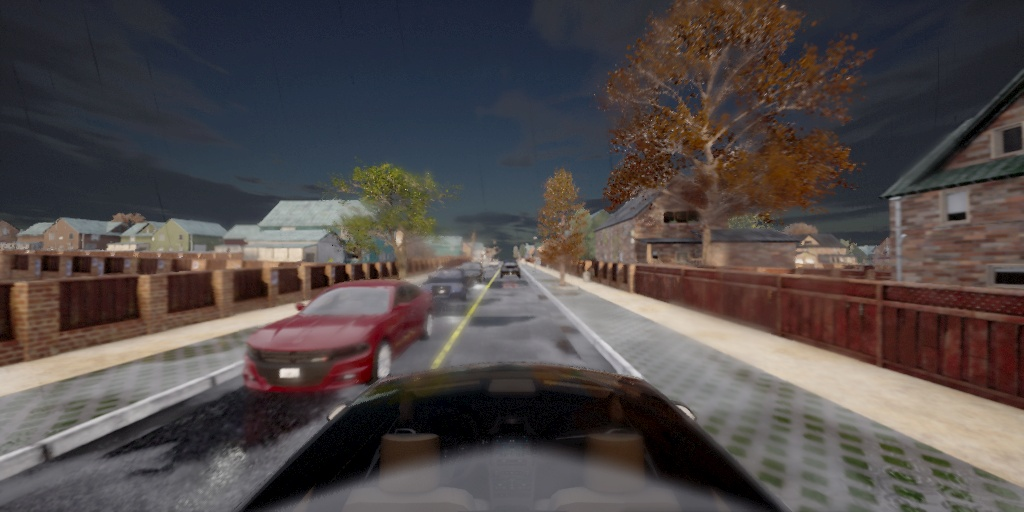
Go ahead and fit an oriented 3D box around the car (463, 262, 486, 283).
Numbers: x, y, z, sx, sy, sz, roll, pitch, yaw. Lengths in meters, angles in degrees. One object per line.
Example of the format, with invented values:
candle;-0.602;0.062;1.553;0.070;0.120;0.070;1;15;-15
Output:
car;-3.014;1.235;27.253;1.837;1.490;4.892;0;0;0

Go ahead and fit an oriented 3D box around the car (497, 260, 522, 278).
car;-0.153;1.222;33.063;1.837;1.490;4.892;0;0;-1

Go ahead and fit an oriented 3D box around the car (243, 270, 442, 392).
car;-2.878;1.230;7.118;1.882;1.535;5.008;0;0;0

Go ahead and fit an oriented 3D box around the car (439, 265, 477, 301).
car;-2.956;1.303;16.989;1.994;1.385;4.181;0;0;-1
